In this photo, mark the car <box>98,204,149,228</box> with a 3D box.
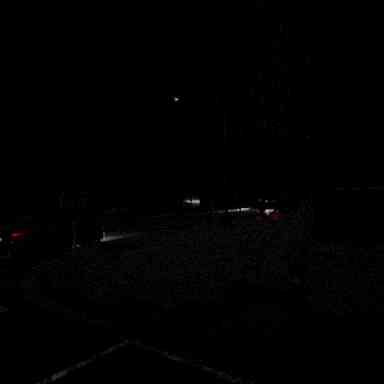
[{"bbox_3d":[-4.801,1.422,18.937,2.033,1.411,5.357,-1,0,36],"label":"car"}]

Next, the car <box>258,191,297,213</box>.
[{"bbox_3d":[8.242,0.903,31.946,2.150,2.045,5.566,-1,0,36],"label":"car"}]

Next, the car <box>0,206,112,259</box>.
[{"bbox_3d":[-5.260,1.443,12.376,1.994,1.385,4.181,-1,1,26],"label":"car"}]
